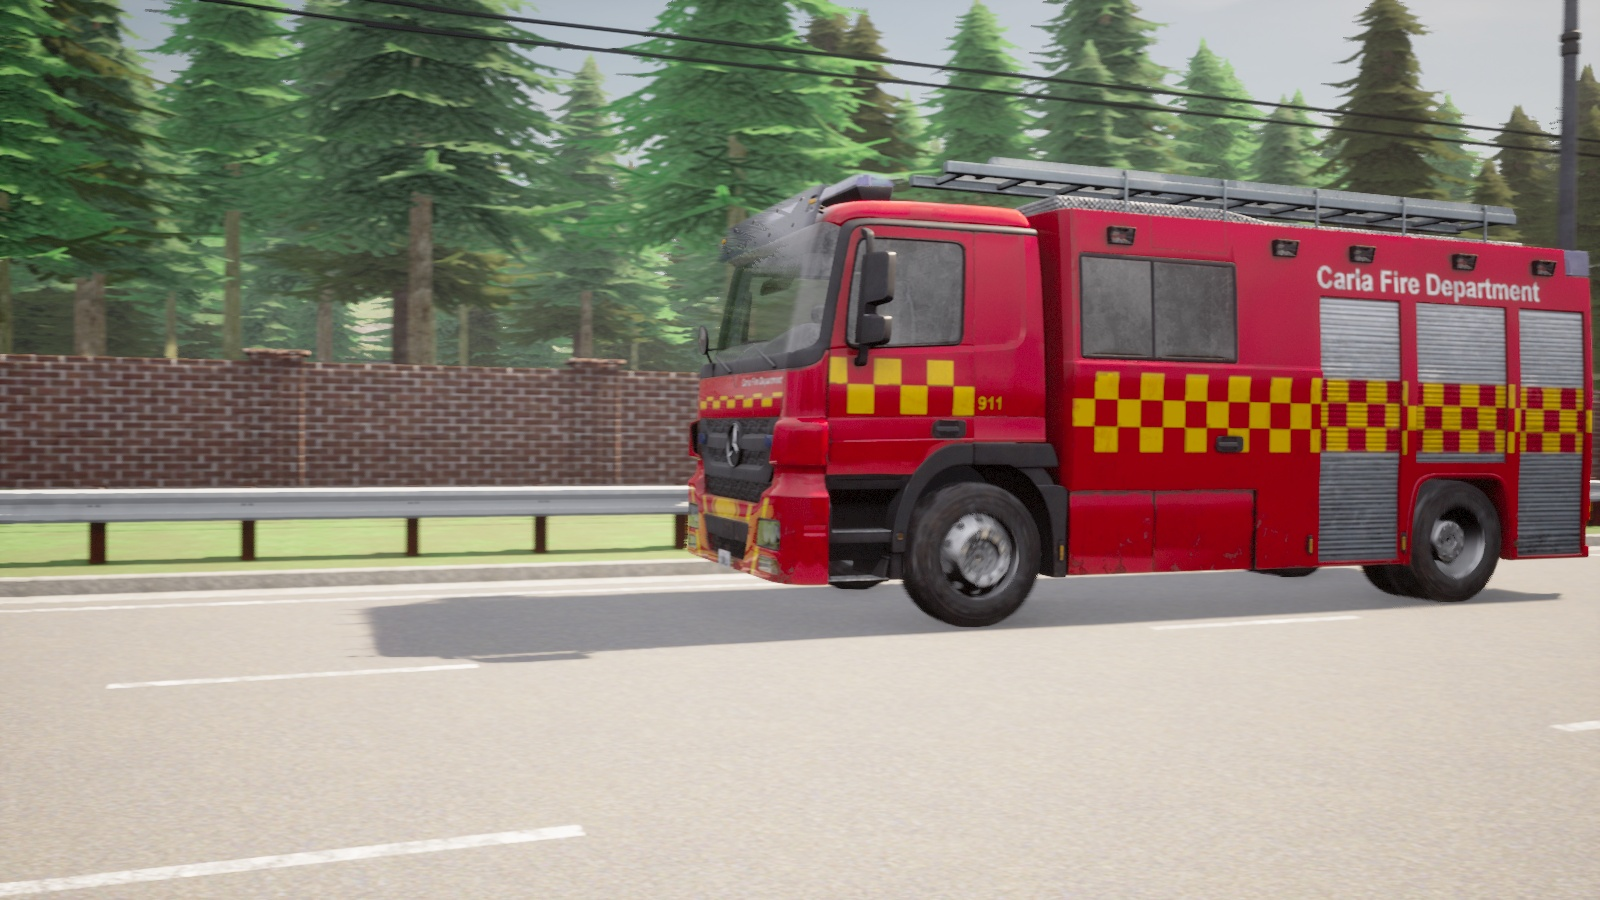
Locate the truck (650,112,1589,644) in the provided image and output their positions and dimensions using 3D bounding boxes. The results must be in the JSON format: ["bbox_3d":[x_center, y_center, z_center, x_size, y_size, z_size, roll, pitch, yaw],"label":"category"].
[{"bbox_3d":[3.094,-0.594,11.887,8.468,3.827,2.891,-1,1,-21],"label":"truck"}]
